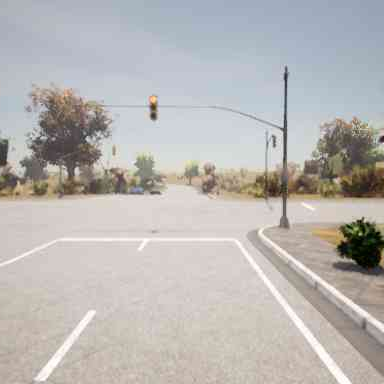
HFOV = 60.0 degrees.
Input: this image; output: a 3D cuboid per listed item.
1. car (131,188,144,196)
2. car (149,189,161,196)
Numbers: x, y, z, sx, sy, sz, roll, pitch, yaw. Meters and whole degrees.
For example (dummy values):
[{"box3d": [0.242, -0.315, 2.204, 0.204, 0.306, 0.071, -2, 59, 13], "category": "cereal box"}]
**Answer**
[{"box3d": [-10.645, -0.071, 64.966, 1.882, 1.535, 5.008, 0, 0, 0], "category": "car"}, {"box3d": [-7.142, 0.052, 65.017, 1.895, 1.301, 4.718, 0, -1, 0], "category": "car"}]
